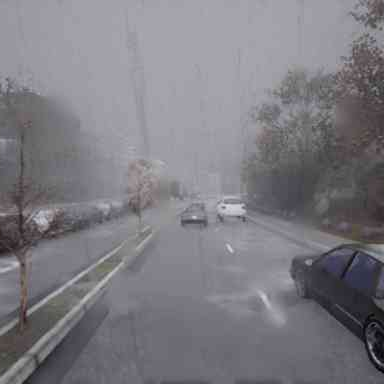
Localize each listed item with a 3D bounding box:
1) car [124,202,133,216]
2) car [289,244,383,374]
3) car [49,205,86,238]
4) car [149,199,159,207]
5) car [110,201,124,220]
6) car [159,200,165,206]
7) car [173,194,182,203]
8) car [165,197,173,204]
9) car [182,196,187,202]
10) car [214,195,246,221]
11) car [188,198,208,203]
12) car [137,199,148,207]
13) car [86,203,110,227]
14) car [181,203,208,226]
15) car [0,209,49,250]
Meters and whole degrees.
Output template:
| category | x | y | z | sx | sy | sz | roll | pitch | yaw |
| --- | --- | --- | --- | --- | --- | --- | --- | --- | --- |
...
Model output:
| category | x | y | z | sx | sy | sz | roll | pitch | yaw |
| --- | --- | --- | --- | --- | --- | --- | --- | --- | --- |
| car | -7.842 | 1.741 | 35.579 | 2.231 | 1.521 | 4.892 | 0 | 0 | 0 |
| car | 3.254 | 1.598 | 5.576 | 2.033 | 1.411 | 5.357 | 0 | 0 | 0 |
| car | -7.950 | 1.675 | 18.935 | 2.002 | 1.452 | 4.674 | 0 | 0 | 0 |
| car | -7.520 | 1.866 | 56.166 | 2.163 | 1.488 | 4.792 | 0 | 0 | 3 |
| car | -7.878 | 1.748 | 30.028 | 2.002 | 1.452 | 4.674 | 0 | 0 | 0 |
| car | -7.106 | 1.858 | 63.195 | 1.946 | 1.575 | 5.366 | 0 | 0 | 5 |
| car | -4.708 | 1.932 | 85.405 | 2.231 | 1.521 | 4.892 | 0 | 0 | 9 |
| car | -6.134 | 1.894 | 74.170 | 1.946 | 1.575 | 5.366 | 0 | 0 | 7 |
| car | -3.824 | 1.690 | 90.883 | 2.435 | 2.045 | 5.566 | 0 | 0 | 10 |
| car | 3.432 | 1.457 | 29.544 | 2.150 | 2.045 | 5.566 | 0 | 0 | 1 |
| car | 0.770 | 1.812 | 41.672 | 1.837 | 1.490 | 4.892 | 0 | -1 | 3 |
| car | -7.771 | 1.796 | 46.571 | 2.097 | 1.535 | 5.008 | 0 | 0 | 1 |
| car | -7.913 | 1.702 | 24.451 | 2.163 | 1.488 | 4.792 | 0 | 0 | 0 |
| car | 0.206 | 1.769 | 25.482 | 1.994 | 1.385 | 4.181 | 0 | 0 | 1 |
| car | -7.984 | 1.625 | 13.357 | 2.163 | 1.488 | 4.792 | 0 | 0 | 0 |
